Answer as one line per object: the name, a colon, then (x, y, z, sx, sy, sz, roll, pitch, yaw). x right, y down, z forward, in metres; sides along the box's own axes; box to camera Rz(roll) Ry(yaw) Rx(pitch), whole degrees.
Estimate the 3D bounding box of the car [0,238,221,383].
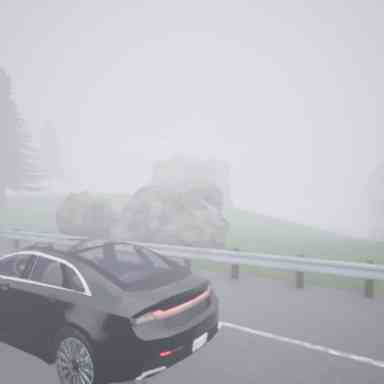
car: (-1.938, 1.478, 5.093, 4.902, 1.511, 2.128, 0, 0, 33)
